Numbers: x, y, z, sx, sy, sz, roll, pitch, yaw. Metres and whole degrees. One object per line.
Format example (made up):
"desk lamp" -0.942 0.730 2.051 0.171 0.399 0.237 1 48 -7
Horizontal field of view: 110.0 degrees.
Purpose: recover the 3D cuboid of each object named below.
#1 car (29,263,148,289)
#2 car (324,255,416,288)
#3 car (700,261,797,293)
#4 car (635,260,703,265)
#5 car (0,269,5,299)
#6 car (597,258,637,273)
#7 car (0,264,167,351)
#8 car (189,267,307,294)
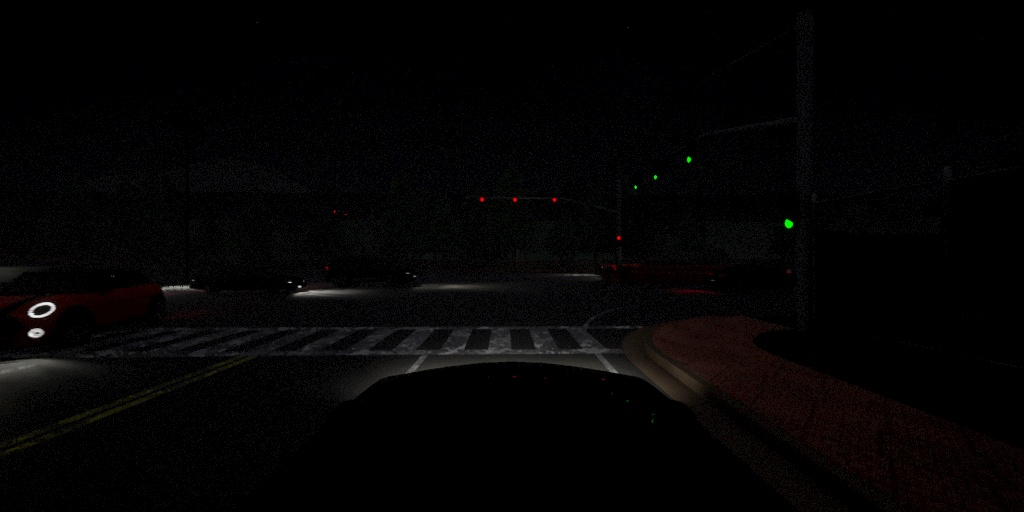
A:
"car" -26.671 1.233 22.733 4.902 1.511 2.128 0 0 -2
"car" -9.124 0.969 23.278 5.566 2.045 2.150 0 0 -2
"car" 13.889 1.226 20.497 5.008 1.535 1.882 0 0 -2
"car" 13.705 1.253 31.196 4.892 1.490 1.837 0 0 -2
"car" -25.827 1.308 15.756 4.181 1.385 1.994 0 0 -2
"car" 11.415 1.099 38.128 4.553 1.767 2.097 0 0 -2
"car" -10.916 1.102 8.800 2.097 1.767 4.553 0 0 -19
"car" -14.331 1.296 19.614 5.357 1.411 2.033 0 0 -2
